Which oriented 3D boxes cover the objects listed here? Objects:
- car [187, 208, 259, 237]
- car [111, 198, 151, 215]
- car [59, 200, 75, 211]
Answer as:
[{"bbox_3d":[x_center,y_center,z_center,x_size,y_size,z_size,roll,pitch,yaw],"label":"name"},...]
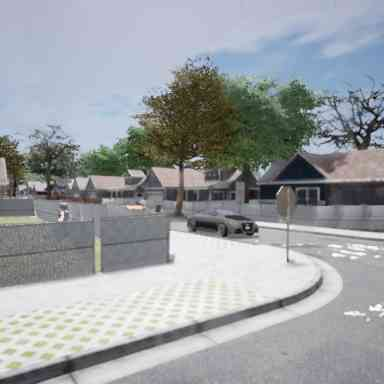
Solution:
[{"bbox_3d":[1.530,1.547,17.651,1.994,1.385,4.181,2,-1,-35],"label":"car"},{"bbox_3d":[-5.110,1.358,27.109,2.097,1.767,4.553,2,-1,-35],"label":"car"},{"bbox_3d":[-15.825,1.652,42.407,1.895,1.301,4.718,2,-1,-35],"label":"car"}]
